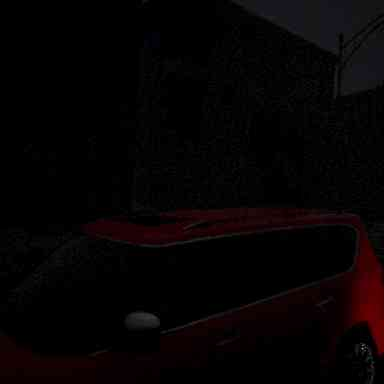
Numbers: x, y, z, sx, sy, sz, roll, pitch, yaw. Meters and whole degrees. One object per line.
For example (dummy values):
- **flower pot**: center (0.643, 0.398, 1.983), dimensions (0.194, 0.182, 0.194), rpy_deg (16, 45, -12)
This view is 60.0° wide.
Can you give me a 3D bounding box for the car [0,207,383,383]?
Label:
- **car**: center (-0.253, 1.218, 3.191), dimensions (5.566, 2.045, 2.150), rpy_deg (0, 0, -35)
